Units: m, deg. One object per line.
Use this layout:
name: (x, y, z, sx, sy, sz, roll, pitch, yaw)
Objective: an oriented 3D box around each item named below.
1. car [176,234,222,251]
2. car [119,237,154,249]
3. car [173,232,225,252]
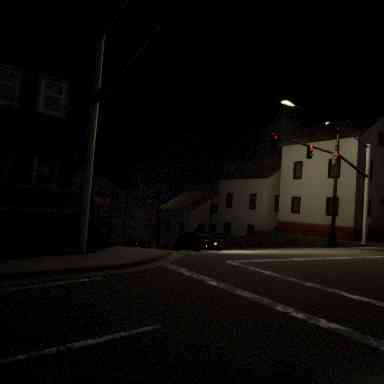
car: (0.521, 4.561, 29.773, 1.994, 1.385, 4.181, 6, -12, -35)
car: (-5.474, 5.040, 31.736, 1.882, 1.535, 5.008, 6, -16, -35)
car: (0.405, 3.529, 23.630, 1.994, 1.385, 4.181, 6, -12, -35)
